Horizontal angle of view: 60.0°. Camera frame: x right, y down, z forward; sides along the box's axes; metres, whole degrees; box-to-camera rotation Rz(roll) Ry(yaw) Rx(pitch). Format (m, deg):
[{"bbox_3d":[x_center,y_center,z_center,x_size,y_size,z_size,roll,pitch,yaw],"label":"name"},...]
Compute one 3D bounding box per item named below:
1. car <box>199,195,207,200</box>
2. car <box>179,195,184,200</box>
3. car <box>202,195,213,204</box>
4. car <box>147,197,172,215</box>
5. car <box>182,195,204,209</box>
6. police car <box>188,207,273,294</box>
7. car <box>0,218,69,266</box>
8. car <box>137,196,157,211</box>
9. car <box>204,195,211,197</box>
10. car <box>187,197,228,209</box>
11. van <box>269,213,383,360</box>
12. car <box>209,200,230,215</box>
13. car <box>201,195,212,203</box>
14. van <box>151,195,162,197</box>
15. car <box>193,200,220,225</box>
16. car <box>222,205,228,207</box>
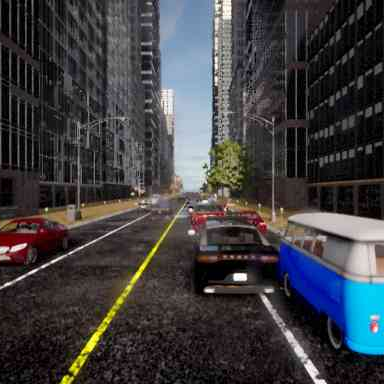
[{"bbox_3d":[2.994,1.450,91.193,1.887,1.381,4.507,0,0,0],"label":"car"},{"bbox_3d":[-2.698,1.506,91.369,1.895,1.301,4.718,0,0,0],"label":"car"},{"bbox_3d":[2.899,1.402,62.730,1.967,1.590,4.097,0,0,0],"label":"car"},{"bbox_3d":[-2.988,1.542,33.809,2.033,1.411,5.357,0,0,0],"label":"car"},{"bbox_3d":[0.160,1.479,45.729,2.128,1.511,4.902,0,0,0],"label":"car"},{"bbox_3d":[0.929,1.424,8.941,1.930,1.638,5.238,0,0,0],"label":"police car"},{"bbox_3d":[-5.653,1.580,11.529,1.802,1.307,4.206,0,0,0],"label":"car"},{"bbox_3d":[-5.558,1.543,39.992,2.008,1.369,4.403,0,0,0],"label":"car"},{"bbox_3d":[2.842,1.538,45.653,2.008,1.369,4.403,0,0,0],"label":"car"},{"bbox_3d":[0.912,1.349,18.793,2.097,1.767,4.553,0,0,0],"label":"car"},{"bbox_3d":[2.709,1.340,5.807,1.690,1.788,3.998,0,0,0],"label":"van"},{"bbox_3d":[2.804,1.576,34.268,1.802,1.307,4.206,0,0,0],"label":"car"},{"bbox_3d":[2.918,1.392,68.422,1.967,1.590,4.097,0,0,0],"label":"car"},{"bbox_3d":[-5.520,1.322,51.377,1.690,1.788,3.998,0,0,0],"label":"van"},{"bbox_3d":[0.983,1.451,25.021,1.801,1.575,5.366,0,0,0],"label":"car"},{"bbox_3d":[2.747,1.579,17.190,1.802,1.307,4.206,0,0,0],"label":"car"}]
